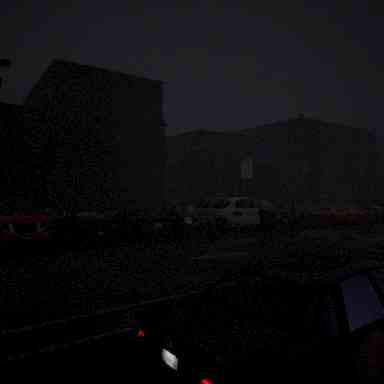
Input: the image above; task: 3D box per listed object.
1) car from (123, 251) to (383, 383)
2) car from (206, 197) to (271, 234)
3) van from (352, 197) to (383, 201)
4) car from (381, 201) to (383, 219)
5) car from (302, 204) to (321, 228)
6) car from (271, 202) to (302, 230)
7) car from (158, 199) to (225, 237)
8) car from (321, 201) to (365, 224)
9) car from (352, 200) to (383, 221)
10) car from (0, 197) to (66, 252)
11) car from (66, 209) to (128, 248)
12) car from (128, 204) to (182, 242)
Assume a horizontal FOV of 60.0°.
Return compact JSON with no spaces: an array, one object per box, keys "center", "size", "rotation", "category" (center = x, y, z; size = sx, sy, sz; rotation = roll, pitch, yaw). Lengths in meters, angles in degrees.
[{"center":[1.843,1.559,4.444],"size":[5.357,1.411,2.033],"rotation":[0,0,-35],"category":"car"},{"center":[1.627,1.324,20.126],"size":[2.435,2.045,5.566],"rotation":[1,0,-36],"category":"car"},{"center":[17.408,1.528,31.247],"size":[1.878,1.987,4.442],"rotation":[1,0,-36],"category":"van"},{"center":[15.097,1.772,29.732],"size":[2.002,1.452,4.674],"rotation":[1,0,-36],"category":"car"},{"center":[6.145,1.505,23.287],"size":[2.185,1.767,4.553],"rotation":[1,0,-36],"category":"car"},{"center":[3.902,1.351,21.685],"size":[2.435,2.045,5.566],"rotation":[1,0,-36],"category":"car"},{"center":[-0.615,1.422,18.524],"size":[2.185,1.767,4.553],"rotation":[1,0,-36],"category":"car"},{"center":[10.503,1.681,26.674],"size":[1.946,1.575,5.366],"rotation":[1,0,-36],"category":"car"},{"center":[12.747,1.706,28.280],"size":[1.946,1.575,5.366],"rotation":[1,0,-36],"category":"car"},{"center":[-7.302,1.246,13.663],"size":[2.435,2.045,5.566],"rotation":[0,0,-36],"category":"car"},{"center":[-5.074,1.506,15.286],"size":[2.097,1.535,5.008],"rotation":[0,0,-36],"category":"car"},{"center":[-2.857,1.556,16.916],"size":[2.163,1.488,4.792],"rotation":[1,0,-36],"category":"car"}]
